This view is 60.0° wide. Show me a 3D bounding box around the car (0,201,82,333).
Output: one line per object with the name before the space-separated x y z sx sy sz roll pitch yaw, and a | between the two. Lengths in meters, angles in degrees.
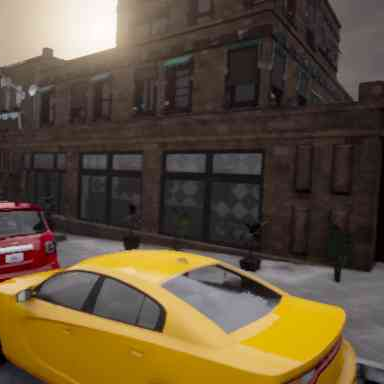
car | -5.204 1.221 7.245 5.566 2.045 2.435 0 0 36
